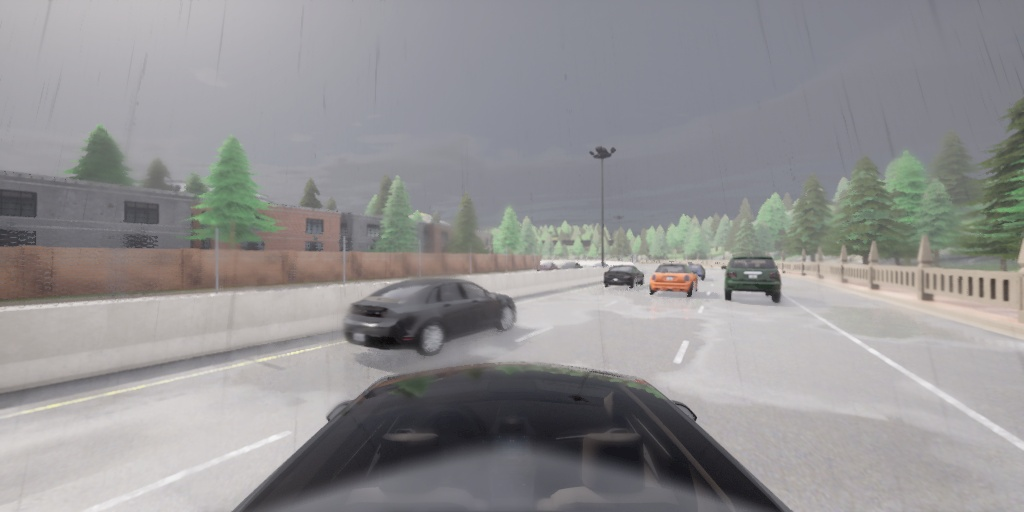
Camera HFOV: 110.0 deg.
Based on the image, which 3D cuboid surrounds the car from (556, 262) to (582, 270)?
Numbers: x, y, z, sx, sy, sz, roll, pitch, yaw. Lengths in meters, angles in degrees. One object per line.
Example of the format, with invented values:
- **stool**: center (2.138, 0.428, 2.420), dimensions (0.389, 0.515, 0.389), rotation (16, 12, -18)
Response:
- **car**: center (7.574, 1.545, 45.842), dimensions (1.837, 1.490, 4.892), rotation (0, -1, 27)

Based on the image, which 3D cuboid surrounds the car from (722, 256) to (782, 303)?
- **car**: center (11.805, 1.059, 17.826), dimensions (2.150, 2.045, 5.566), rotation (0, -2, 31)

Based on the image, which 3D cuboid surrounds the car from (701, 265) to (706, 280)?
- **car**: center (17.484, 1.501, 34.416), dimensions (2.033, 1.411, 5.357), rotation (0, 0, 30)

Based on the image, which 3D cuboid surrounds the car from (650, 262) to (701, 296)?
- **car**: center (9.272, 1.220, 20.416), dimensions (2.097, 1.767, 4.553), rotation (0, 0, 31)

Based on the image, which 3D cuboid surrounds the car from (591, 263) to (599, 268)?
- **car**: center (11.044, 1.555, 44.929), dimensions (1.812, 1.442, 4.674), rotation (0, -1, 27)

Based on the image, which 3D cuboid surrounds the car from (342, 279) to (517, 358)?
- **car**: center (-1.652, 1.304, 8.857), dimensions (1.837, 1.490, 4.892), rotation (0, -1, 31)

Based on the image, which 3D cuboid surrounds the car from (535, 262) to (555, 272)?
- **car**: center (4.784, 1.582, 48.046), dimensions (1.812, 1.442, 4.674), rotation (0, -1, 27)

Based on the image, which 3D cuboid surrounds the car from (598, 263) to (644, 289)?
- **car**: center (7.823, 1.375, 24.834), dimensions (1.882, 1.535, 5.008), rotation (0, 0, 31)
